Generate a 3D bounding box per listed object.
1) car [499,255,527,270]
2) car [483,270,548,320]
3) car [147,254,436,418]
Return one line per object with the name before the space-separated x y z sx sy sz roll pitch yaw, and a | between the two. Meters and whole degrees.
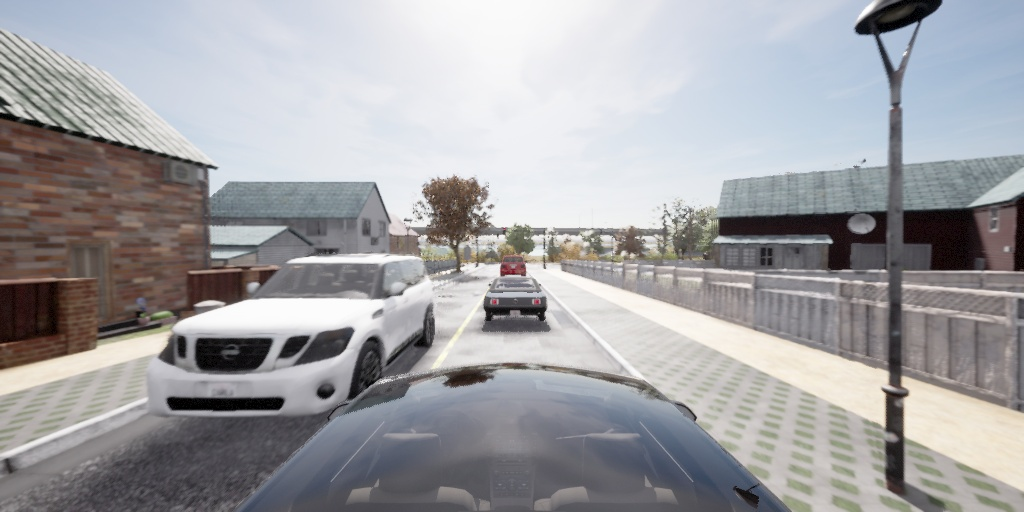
car | 0.099 0.968 30.786 2.150 2.045 5.566 0 0 0
car | 0.099 1.345 12.532 1.895 1.301 4.718 0 0 0
car | -2.849 0.969 6.292 2.150 2.045 5.566 0 0 0
